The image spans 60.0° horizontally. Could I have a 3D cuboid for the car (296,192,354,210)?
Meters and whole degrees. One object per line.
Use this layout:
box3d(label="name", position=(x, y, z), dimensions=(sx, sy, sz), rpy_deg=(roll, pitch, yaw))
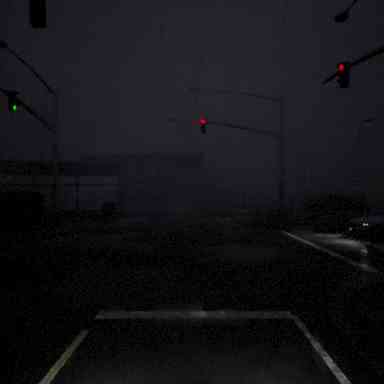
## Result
box3d(label="car", position=(13.392, 1.122, 32.803), dimensions=(5.027, 1.636, 2.152), rpy_deg=(0, 0, 0))

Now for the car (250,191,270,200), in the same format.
box3d(label="car", position=(14.265, 0.626, 70.377), dimensions=(3.866, 1.878, 1.905), rpy_deg=(0, 0, 0))

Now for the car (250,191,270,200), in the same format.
box3d(label="car", position=(13.626, 0.931, 67.059), dimensions=(3.806, 1.475, 1.970), rpy_deg=(0, 0, 0))

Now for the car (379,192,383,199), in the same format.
box3d(label="car", position=(39.462, 0.754, 63.742), dimensions=(5.027, 1.636, 2.152), rpy_deg=(0, 0, 0))

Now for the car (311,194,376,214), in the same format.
box3d(label="car", position=(13.418, 1.151, 29.666), dimensions=(4.514, 1.523, 2.007), rpy_deg=(0, 0, 0))

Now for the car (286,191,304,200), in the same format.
box3d(label="car", position=(22.105, 0.671, 67.025), dimensions=(4.605, 1.855, 1.932), rpy_deg=(0, 0, 0))

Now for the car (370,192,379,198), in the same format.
box3d(label="car", position=(39.192, 0.791, 70.162), dimensions=(3.806, 1.475, 1.970), rpy_deg=(0, 0, 0))

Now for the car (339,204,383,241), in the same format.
box3d(label="car", position=(9.696, 1.429, 15.455), dimensions=(4.674, 1.442, 1.812), rpy_deg=(0, 0, 0))
